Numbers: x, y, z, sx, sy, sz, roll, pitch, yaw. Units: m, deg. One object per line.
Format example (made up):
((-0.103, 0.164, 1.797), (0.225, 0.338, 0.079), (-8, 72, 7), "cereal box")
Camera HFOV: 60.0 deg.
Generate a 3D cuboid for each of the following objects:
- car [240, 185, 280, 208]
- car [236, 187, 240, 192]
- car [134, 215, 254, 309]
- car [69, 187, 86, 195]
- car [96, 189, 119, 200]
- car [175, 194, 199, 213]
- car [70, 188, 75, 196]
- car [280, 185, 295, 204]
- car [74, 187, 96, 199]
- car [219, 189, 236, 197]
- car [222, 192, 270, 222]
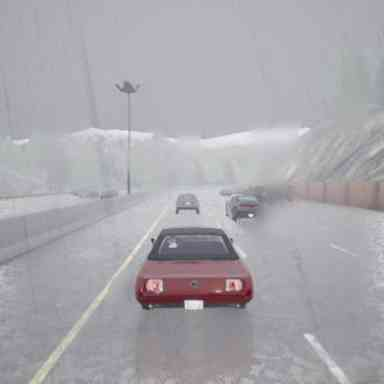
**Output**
((6.509, 0.387, 32.454), (2.150, 2.045, 5.566), (0, 1, -1), "car")
((9.344, -0.129, 63.750), (1.837, 1.490, 4.892), (0, 1, -1), "car")
((0.005, 1.409, 7.373), (1.895, 1.301, 4.718), (0, 1, -1), "car")
((-22.289, -0.166, 64.920), (1.837, 1.490, 4.892), (0, 2, -1), "car")
((-11.457, 0.322, 46.376), (1.837, 1.490, 4.892), (0, 1, -1), "car")
((-0.374, 0.858, 26.901), (2.033, 1.411, 5.357), (0, 1, -1), "car")
((-18.652, 0.098, 56.814), (2.033, 1.411, 5.357), (0, 1, 0), "car")
((9.891, 0.249, 37.838), (2.150, 2.045, 5.566), (0, 1, -1), "car")
((-15.013, 0.249, 48.672), (2.128, 1.511, 4.902), (0, 1, -1), "car")
((5.949, 0.063, 58.660), (1.994, 1.385, 4.181), (0, 1, -1), "car")
((3.252, 0.966, 21.025), (1.837, 1.490, 4.892), (0, 2, -1), "car")
